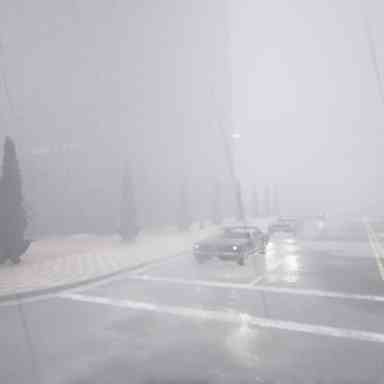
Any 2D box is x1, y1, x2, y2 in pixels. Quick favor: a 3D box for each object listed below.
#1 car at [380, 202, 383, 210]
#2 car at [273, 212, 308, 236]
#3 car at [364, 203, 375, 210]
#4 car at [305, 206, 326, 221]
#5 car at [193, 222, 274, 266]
[{"bbox_3d":[43.732,3.190,74.382,1.837,1.490,4.892,-3,-2,26],"label":"car"},{"bbox_3d":[6.856,2.355,23.945,1.895,1.301,4.718,-3,-2,26],"label":"car"},{"bbox_3d":[40.598,3.378,75.926,2.033,1.411,5.357,-3,-2,26],"label":"car"},{"bbox_3d":[14.752,2.500,39.775,2.097,1.767,4.553,-3,-2,27],"label":"car"},{"bbox_3d":[1.788,2.099,13.746,1.895,1.301,4.718,-3,-2,26],"label":"car"}]
